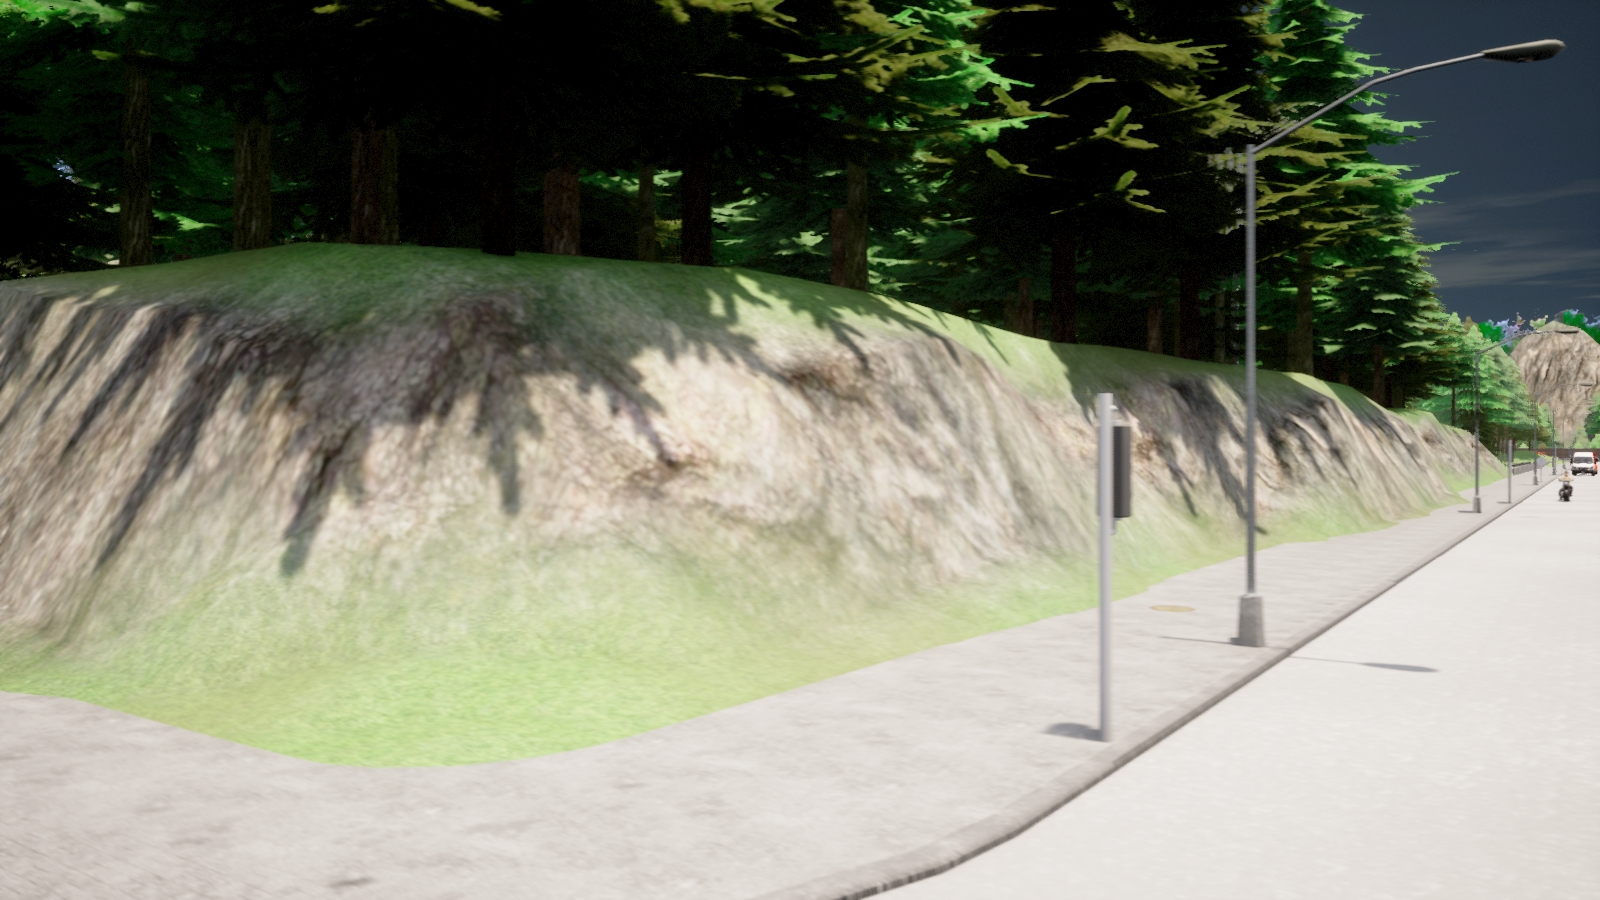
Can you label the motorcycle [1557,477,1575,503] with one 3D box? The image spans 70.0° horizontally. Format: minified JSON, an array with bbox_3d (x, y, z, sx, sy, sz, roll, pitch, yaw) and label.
[{"bbox_3d":[41.648,2.155,62.074,0.764,1.307,2.356,0,0,35],"label":"motorcycle"}]
